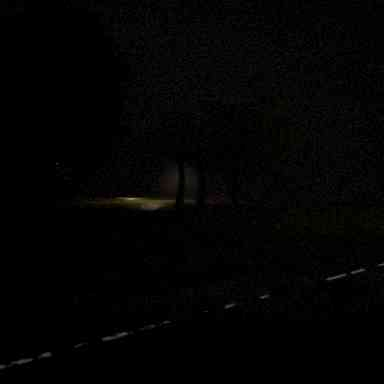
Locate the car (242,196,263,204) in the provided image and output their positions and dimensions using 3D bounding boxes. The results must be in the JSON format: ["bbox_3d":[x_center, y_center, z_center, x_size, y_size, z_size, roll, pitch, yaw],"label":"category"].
[{"bbox_3d":[12.371,1.615,68.782,1.882,1.535,5.008,1,-1,-34],"label":"car"}]

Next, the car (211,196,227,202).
[{"bbox_3d":[6.359,1.555,77.796,1.994,1.385,4.181,1,0,-34],"label":"car"}]
